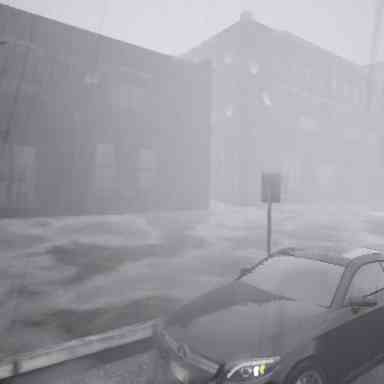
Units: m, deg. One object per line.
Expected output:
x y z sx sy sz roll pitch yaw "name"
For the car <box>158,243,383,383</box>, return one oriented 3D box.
1.773 1.514 4.640 4.674 1.442 1.812 0 0 -35 "car"
